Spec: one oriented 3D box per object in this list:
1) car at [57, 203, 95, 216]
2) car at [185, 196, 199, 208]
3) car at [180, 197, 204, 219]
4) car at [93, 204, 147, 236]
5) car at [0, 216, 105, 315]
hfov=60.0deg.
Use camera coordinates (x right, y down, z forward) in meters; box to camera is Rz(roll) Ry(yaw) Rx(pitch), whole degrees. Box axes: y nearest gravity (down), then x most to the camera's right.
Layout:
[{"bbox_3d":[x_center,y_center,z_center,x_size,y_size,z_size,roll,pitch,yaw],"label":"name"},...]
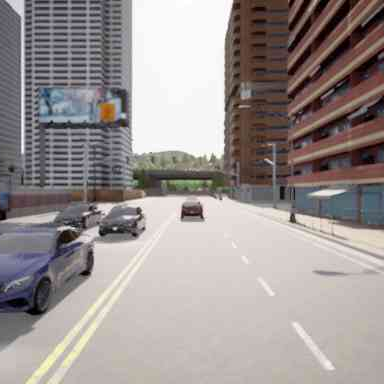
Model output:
[{"bbox_3d":[-7.023,1.474,21.023,1.837,1.490,4.892,0,0,0],"label":"car"},{"bbox_3d":[0.018,1.362,45.818,1.882,1.535,5.008,0,0,0],"label":"car"},{"bbox_3d":[0.024,1.406,28.508,1.882,1.535,5.008,0,0,0],"label":"car"},{"bbox_3d":[-3.606,1.461,18.008,1.837,1.490,4.892,0,0,0],"label":"car"},{"bbox_3d":[-3.597,1.508,7.626,1.812,1.442,4.674,0,0,0],"label":"car"}]
